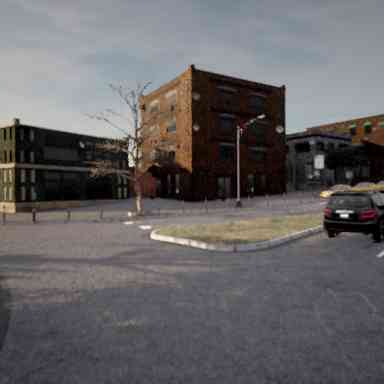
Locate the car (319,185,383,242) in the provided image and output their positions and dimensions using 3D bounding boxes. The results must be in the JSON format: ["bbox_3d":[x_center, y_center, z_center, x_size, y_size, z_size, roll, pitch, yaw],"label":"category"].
[{"bbox_3d":[7.917,0.915,15.119,2.150,2.045,5.566,0,2,44],"label":"car"}]

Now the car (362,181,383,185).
[{"bbox_3d":[21.231,-0.482,41.131,5.366,1.575,1.946,-5,3,-35],"label":"car"}]

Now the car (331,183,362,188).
[{"bbox_3d":[16.703,-0.114,37.990,5.366,1.575,1.946,-5,3,-35],"label":"car"}]
